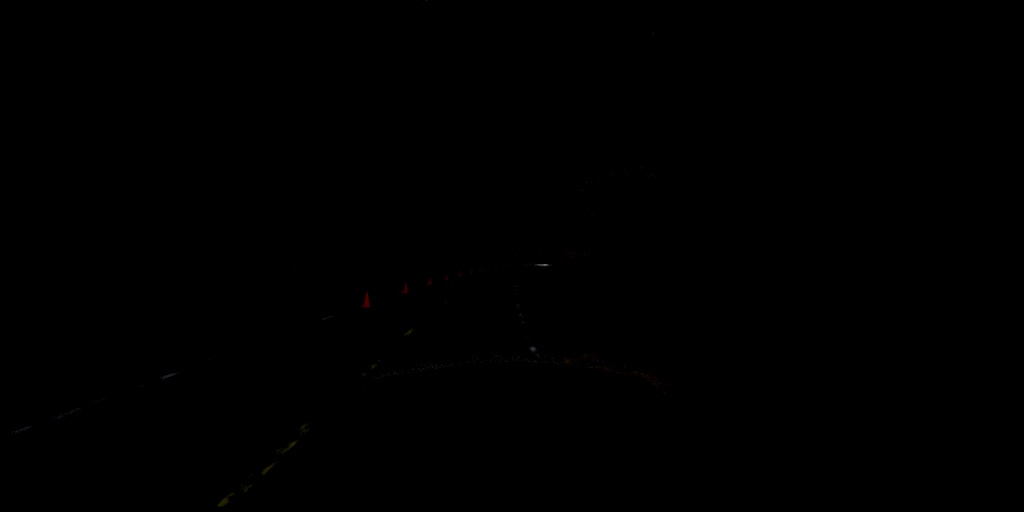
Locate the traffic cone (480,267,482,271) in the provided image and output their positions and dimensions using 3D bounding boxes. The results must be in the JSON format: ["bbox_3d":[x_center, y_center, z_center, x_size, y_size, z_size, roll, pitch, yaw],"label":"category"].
[{"bbox_3d":[-3.818,1.587,43.778,0.340,0.580,0.340,0,0,7],"label":"traffic cone"}]

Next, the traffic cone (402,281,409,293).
[{"bbox_3d":[-5.487,1.599,18.518,0.340,0.580,0.340,0,0,0],"label":"traffic cone"}]

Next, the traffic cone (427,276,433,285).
[{"bbox_3d":[-5.402,1.594,23.583,0.340,0.580,0.340,0,0,2],"label":"traffic cone"}]

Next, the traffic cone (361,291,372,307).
[{"bbox_3d":[-5.448,1.605,13.452,0.340,0.580,0.340,0,0,-1],"label":"traffic cone"}]

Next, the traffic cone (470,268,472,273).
[{"bbox_3d":[-4.400,1.586,38.746,0.340,0.580,0.340,0,0,6],"label":"traffic cone"}]

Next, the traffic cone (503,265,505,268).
[{"bbox_3d":[-1.333,1.592,58.769,0.340,0.580,0.340,0,0,12],"label":"traffic cone"}]

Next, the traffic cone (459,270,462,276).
[{"bbox_3d":[-4.858,1.587,33.700,0.340,0.580,0.340,0,0,4],"label":"traffic cone"}]

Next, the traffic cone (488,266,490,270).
[{"bbox_3d":[-3.113,1.588,48.794,0.340,0.580,0.340,0,0,9],"label":"traffic cone"}]

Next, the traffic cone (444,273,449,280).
[{"bbox_3d":[-5.192,1.590,28.645,0.340,0.580,0.340,0,0,3],"label":"traffic cone"}]

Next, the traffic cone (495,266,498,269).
[{"bbox_3d":[-2.284,1.590,53.792,0.340,0.580,0.340,0,0,10],"label":"traffic cone"}]
